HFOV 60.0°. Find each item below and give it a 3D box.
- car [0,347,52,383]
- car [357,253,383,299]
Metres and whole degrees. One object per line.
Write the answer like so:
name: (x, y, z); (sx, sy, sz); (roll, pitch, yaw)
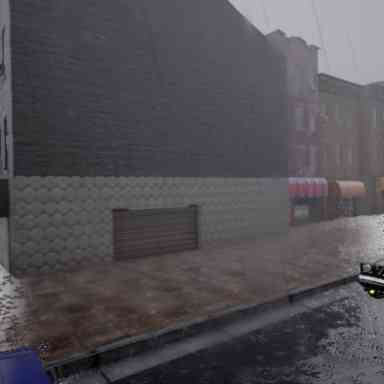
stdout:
car: (-2.819, 1.643, 1.024); (4.718, 1.301, 1.895); (-1, 0, -36)
car: (5.529, 1.513, 7.091); (4.718, 1.301, 1.895); (-1, 0, -36)
